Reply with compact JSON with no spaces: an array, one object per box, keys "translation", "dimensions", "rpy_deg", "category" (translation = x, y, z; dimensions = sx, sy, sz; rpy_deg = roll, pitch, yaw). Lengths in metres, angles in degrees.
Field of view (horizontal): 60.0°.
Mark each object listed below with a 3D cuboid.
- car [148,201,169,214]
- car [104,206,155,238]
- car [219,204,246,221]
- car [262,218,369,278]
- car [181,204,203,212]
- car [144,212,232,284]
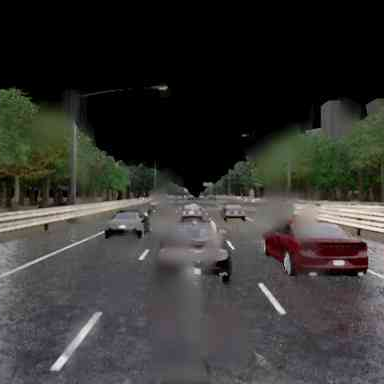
[{"translation":[-3.520,1.705,34.454],"dimensions":[1.837,1.490,4.892],"rpy_deg":[0,0,0],"category":"car"},{"translation":[-3.466,1.709,18.538],"dimensions":[1.994,1.385,4.181],"rpy_deg":[0,0,0],"category":"car"},{"translation":[3.501,1.735,29.231],"dimensions":[2.033,1.411,5.357],"rpy_deg":[0,0,0],"category":"car"},{"translation":[3.549,1.565,10.500],"dimensions":[1.882,1.535,5.008],"rpy_deg":[0,0,0],"category":"car"},{"translation":[-0.001,1.736,29.291],"dimensions":[2.033,1.411,5.357],"rpy_deg":[0,0,0],"category":"car"},{"translation":[0.048,1.575,9.837],"dimensions":[2.128,1.511,4.902],"rpy_deg":[0,0,0],"category":"car"}]
